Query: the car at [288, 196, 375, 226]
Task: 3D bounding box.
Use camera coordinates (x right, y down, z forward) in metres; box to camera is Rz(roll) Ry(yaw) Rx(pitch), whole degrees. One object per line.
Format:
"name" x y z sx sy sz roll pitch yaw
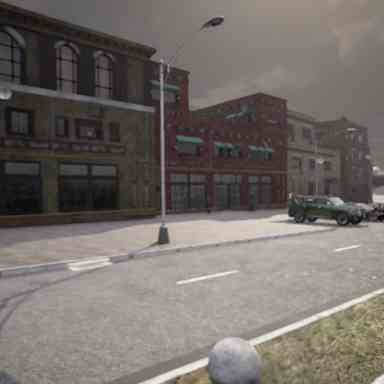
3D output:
"car" 9.775 1.290 24.373 2.435 2.045 5.566 1 -1 -40

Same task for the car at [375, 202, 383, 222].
"car" 13.869 1.643 27.990 2.163 1.488 4.792 1 -1 -42
